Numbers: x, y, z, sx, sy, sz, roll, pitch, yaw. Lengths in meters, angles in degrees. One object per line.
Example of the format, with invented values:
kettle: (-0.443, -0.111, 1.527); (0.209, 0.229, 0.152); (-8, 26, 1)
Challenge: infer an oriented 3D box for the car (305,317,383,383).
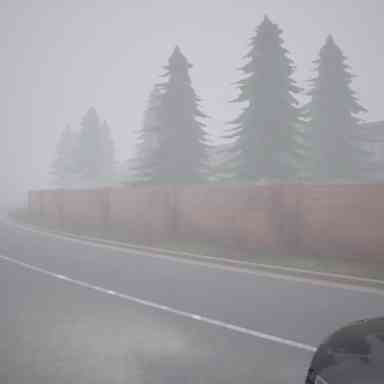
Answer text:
car: (3.158, 1.483, 1.797); (4.902, 1.511, 2.128); (-1, 0, 35)
